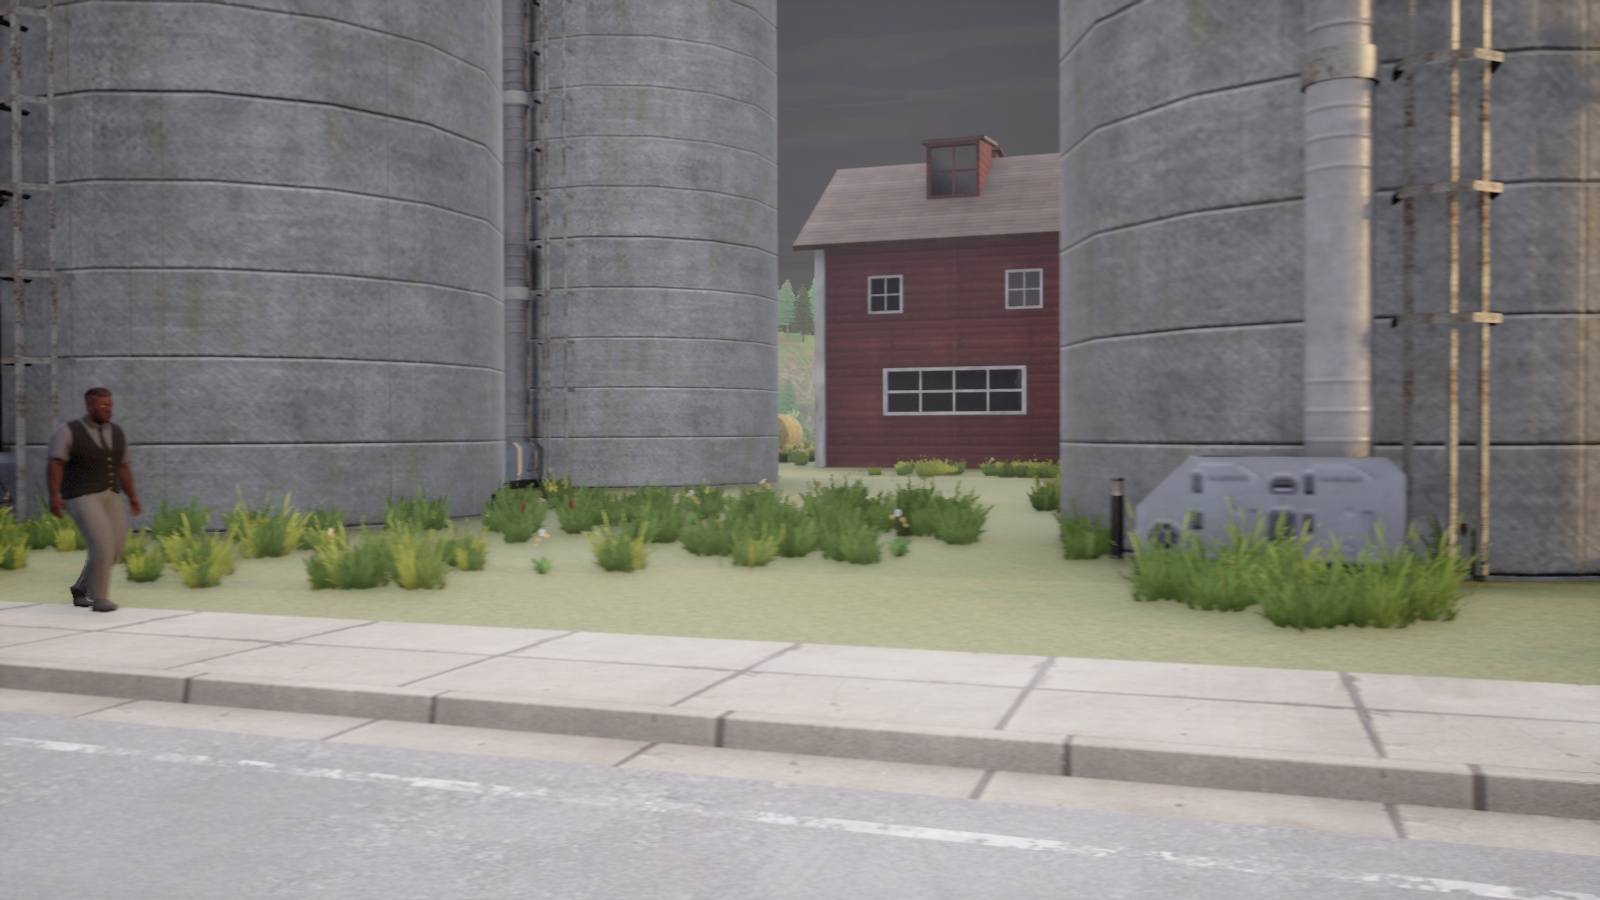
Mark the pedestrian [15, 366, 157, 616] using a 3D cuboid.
[{"bbox_3d":[-5.615,0.305,9.883,0.849,1.883,0.563,1,1,24],"label":"pedestrian"}]
